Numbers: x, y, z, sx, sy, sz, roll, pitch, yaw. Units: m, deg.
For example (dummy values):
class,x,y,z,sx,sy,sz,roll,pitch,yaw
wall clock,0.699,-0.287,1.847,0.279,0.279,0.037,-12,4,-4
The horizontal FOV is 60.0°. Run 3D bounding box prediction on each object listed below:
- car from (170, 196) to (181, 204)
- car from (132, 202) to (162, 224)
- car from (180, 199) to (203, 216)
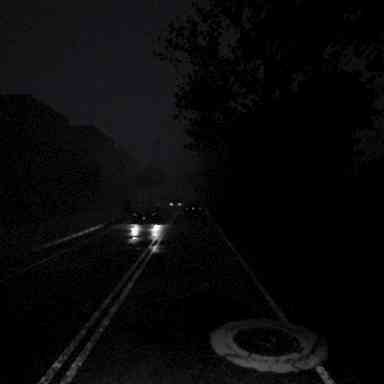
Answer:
class,x,y,z,sx,sy,sz,roll,pitch,yaw
car,-3.228,1.472,65.772,1.882,1.535,5.008,0,0,1
car,-3.330,1.535,25.254,1.812,1.442,4.674,0,0,0
car,0.118,1.556,32.878,2.033,1.411,5.357,0,0,0
